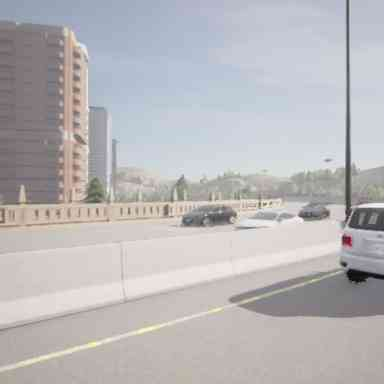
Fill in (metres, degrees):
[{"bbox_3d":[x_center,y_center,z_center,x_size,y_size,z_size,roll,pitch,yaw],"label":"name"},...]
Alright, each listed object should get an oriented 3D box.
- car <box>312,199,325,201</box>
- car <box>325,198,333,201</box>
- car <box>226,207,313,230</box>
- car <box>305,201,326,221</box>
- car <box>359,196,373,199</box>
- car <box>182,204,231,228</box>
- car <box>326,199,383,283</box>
[{"bbox_3d":[22.285,2.056,59.731,1.895,1.301,4.718,0,0,17],"label":"car"},{"bbox_3d":[27.827,1.966,67.570,1.837,1.490,4.892,0,0,13],"label":"car"},{"bbox_3d":[4.052,1.649,16.873,4.674,1.442,1.812,1,0,-44],"label":"car"},{"bbox_3d":[11.285,1.796,30.391,1.994,1.385,4.181,0,0,36],"label":"car"},{"bbox_3d":[26.428,1.625,50.431,2.150,2.045,5.566,0,0,22],"label":"car"},{"bbox_3d":[1.383,1.670,24.088,1.837,1.490,4.892,0,0,44],"label":"car"},{"bbox_3d":[5.995,1.296,8.853,5.566,2.045,2.150,0,0,-42],"label":"car"}]
